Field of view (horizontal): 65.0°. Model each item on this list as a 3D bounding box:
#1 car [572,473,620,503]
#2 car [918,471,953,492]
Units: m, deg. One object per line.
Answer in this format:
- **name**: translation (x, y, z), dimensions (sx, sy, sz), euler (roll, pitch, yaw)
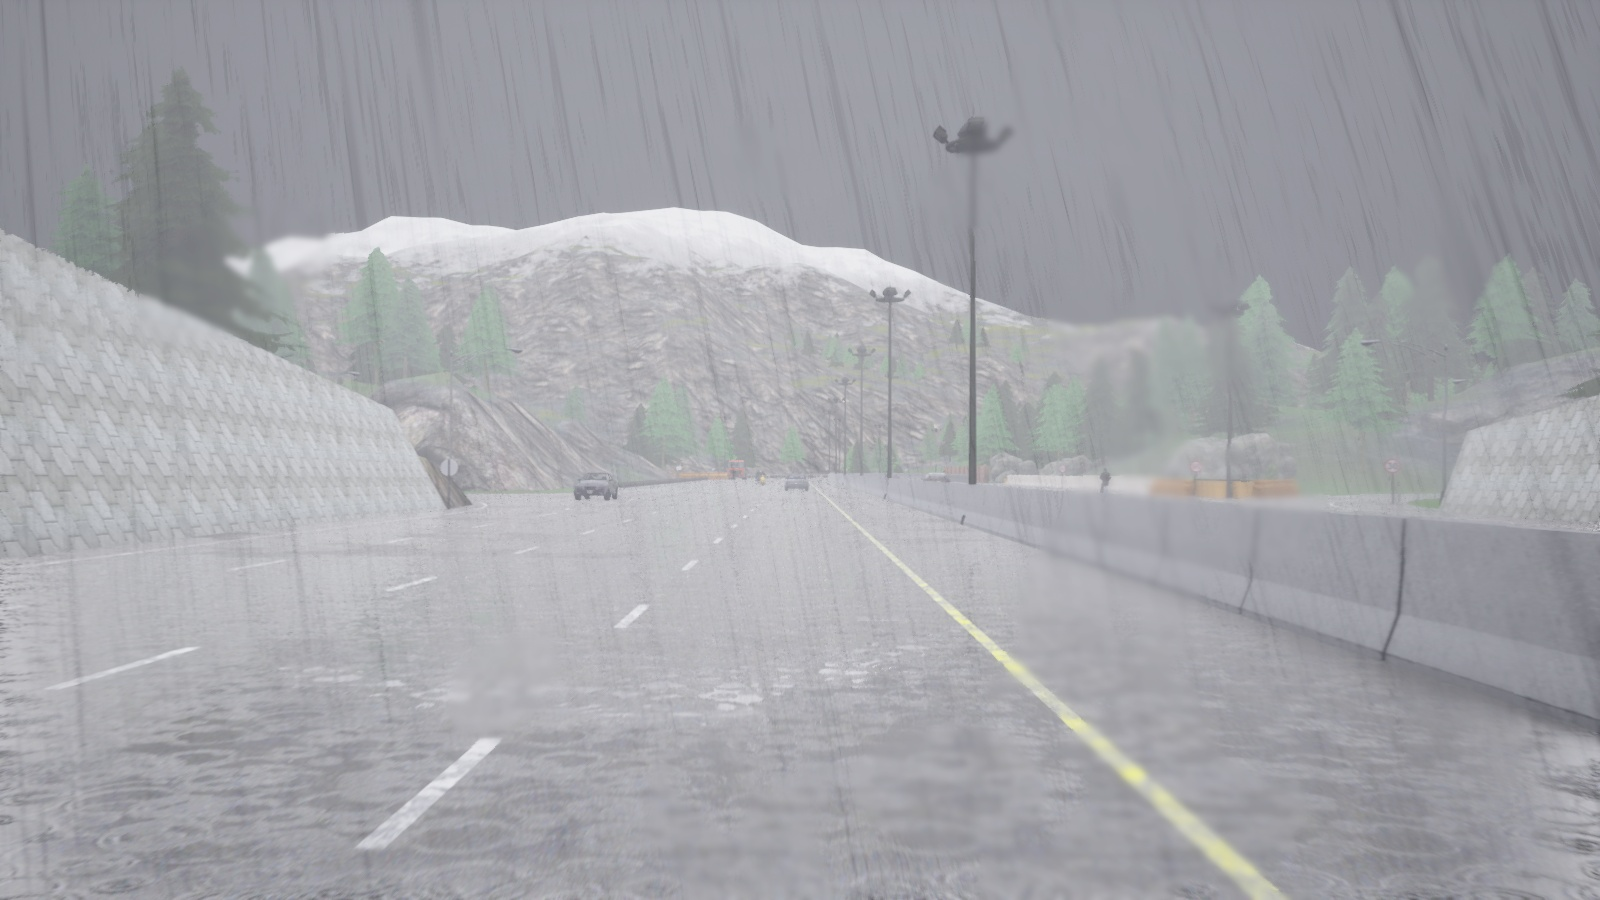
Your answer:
- **car**: translation (-10.660, 1.973, 65.843), dimensions (1.816, 1.474, 4.193), euler (0, -1, 0)
- **car**: translation (10.269, 2.369, 95.368), dimensions (2.163, 1.488, 4.792), euler (0, -1, 0)
